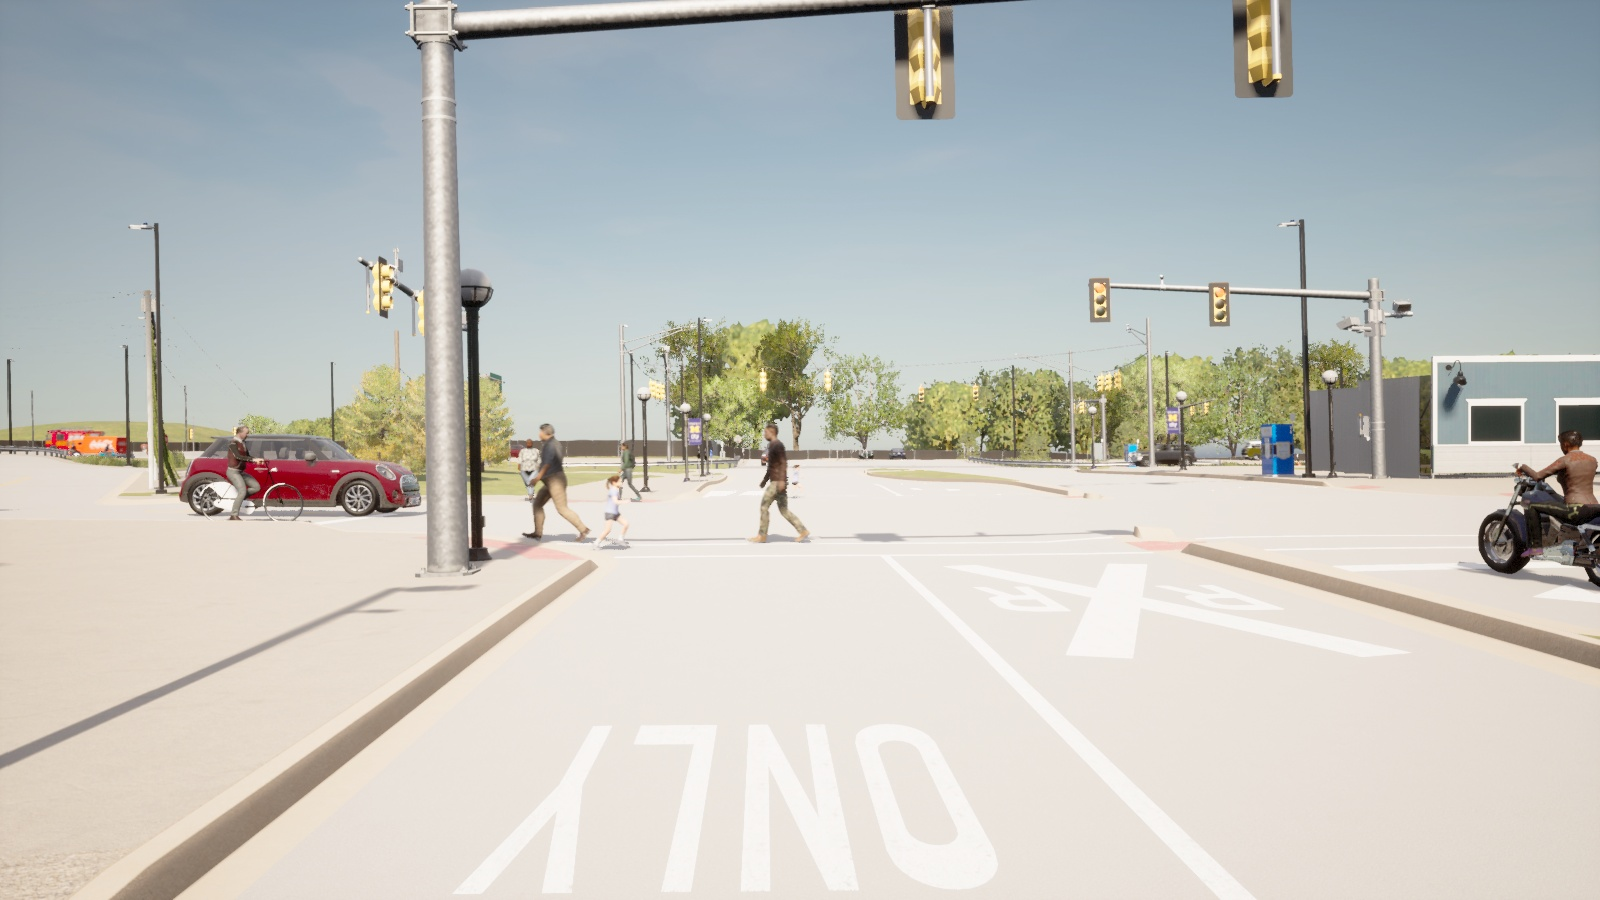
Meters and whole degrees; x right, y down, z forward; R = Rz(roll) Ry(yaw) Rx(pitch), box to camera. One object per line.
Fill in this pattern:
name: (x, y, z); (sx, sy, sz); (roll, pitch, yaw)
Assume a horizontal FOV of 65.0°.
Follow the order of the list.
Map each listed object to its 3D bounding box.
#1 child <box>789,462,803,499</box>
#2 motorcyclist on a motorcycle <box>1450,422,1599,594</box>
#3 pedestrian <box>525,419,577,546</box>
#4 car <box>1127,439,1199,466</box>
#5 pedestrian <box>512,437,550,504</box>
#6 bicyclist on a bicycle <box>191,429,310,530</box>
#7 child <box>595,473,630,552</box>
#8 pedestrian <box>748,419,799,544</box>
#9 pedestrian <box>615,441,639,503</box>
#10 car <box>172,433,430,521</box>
child: (-0.126, 0.948, 39.050); (0.394, 1.110, 0.255); (-2, -1, -4)
motorcyclist on a motorcycle: (7.965, 0.535, 13.254); (0.766, 1.649, 2.350); (-1, 1, -6)
pedestrian: (-3.711, 0.481, 18.758); (0.694, 1.848, 0.540); (-2, -1, -9)
car: (26.314, 0.184, 91.188); (4.605, 1.855, 1.932); (-1, -1, -1)
pedestrian: (-7.652, 0.584, 35.747); (0.874, 1.855, 0.900); (-2, -1, -2)
bicyclist on a bicycle: (-9.852, 0.525, 22.564); (1.843, 1.776, 0.659); (0, -1, -2)
child: (-2.666, 0.884, 17.876); (0.394, 1.110, 0.255); (-2, -1, 11)
pedestrian: (-0.396, 0.467, 18.866); (0.703, 1.840, 0.431); (-2, -1, 1)
pedestrian: (-5.200, 0.670, 37.791); (0.614, 1.847, 0.353); (-2, -1, -14)
car: (-10.302, 0.550, 26.207); (4.553, 1.767, 2.097); (0, -1, -2)
